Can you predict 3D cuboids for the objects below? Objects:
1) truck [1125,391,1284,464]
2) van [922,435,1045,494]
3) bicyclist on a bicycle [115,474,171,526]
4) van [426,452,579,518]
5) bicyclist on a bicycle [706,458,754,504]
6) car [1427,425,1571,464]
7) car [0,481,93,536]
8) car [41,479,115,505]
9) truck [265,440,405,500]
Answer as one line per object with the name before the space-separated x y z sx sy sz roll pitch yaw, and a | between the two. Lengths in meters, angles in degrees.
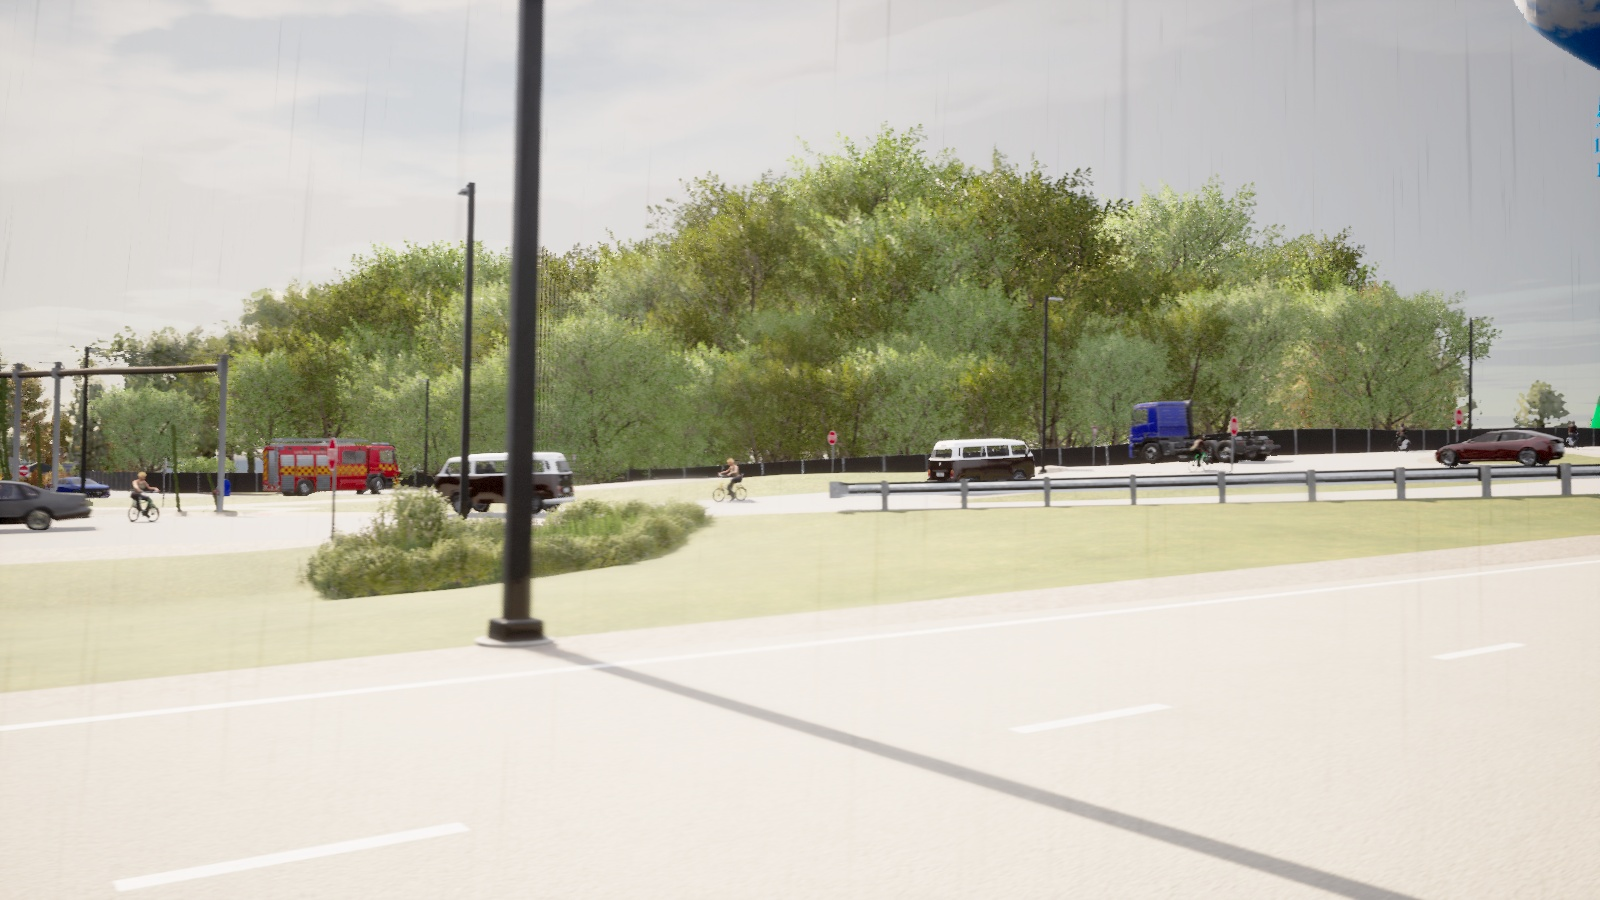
truck | 21.284 -1.127 66.586 2.891 3.462 7.936 -2 -1 -31
van | 7.195 0.550 49.211 4.480 2.038 2.069 -3 2 -34
bicyclist on a bicycle | -21.040 1.599 40.210 1.509 1.612 0.866 -1 -2 27
van | -9.850 1.147 41.763 4.480 2.038 2.069 -1 0 10
bicyclist on a bicycle | -2.605 1.134 46.706 1.509 1.612 0.866 -2 1 -34
car | 29.157 -0.212 52.457 2.163 1.488 4.792 -3 1 -43
car | -22.679 1.649 34.686 5.357 1.411 2.033 -1 0 -33
car | -44.811 2.610 77.953 5.008 1.535 1.882 -2 -1 33
truck | -31.355 1.295 84.990 8.468 3.827 2.891 0 0 -45
